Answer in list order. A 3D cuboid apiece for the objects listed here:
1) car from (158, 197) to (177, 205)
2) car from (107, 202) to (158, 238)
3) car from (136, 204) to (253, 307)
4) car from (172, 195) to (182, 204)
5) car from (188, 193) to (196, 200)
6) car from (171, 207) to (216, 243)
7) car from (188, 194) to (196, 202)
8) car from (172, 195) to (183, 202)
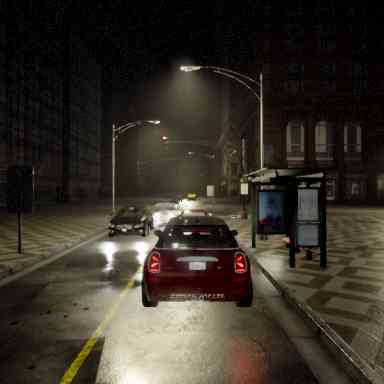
[{"bbox_3d":[-3.120,1.556,39.094,1.895,1.301,4.718,0,0,0],"label":"car"},{"bbox_3d":[-3.108,1.498,17.674,1.837,1.490,4.892,0,0,0],"label":"car"},{"bbox_3d":[0.096,1.352,8.126,2.097,1.767,4.553,0,0,0],"label":"car"},{"bbox_3d":[-3.120,1.460,55.919,2.033,1.411,5.357,0,0,0],"label":"car"},{"bbox_3d":[-0.044,1.127,84.335,1.882,1.535,5.008,0,0,0],"label":"car"},{"bbox_3d":[0.087,1.558,16.769,1.994,1.385,4.181,0,0,1],"label":"car"},{"bbox_3d":[-0.039,1.442,74.360,1.895,1.301,4.718,0,0,0],"label":"car"},{"bbox_3d":[-3.036,1.389,71.264,2.128,1.511,4.902,0,0,0],"label":"car"}]
